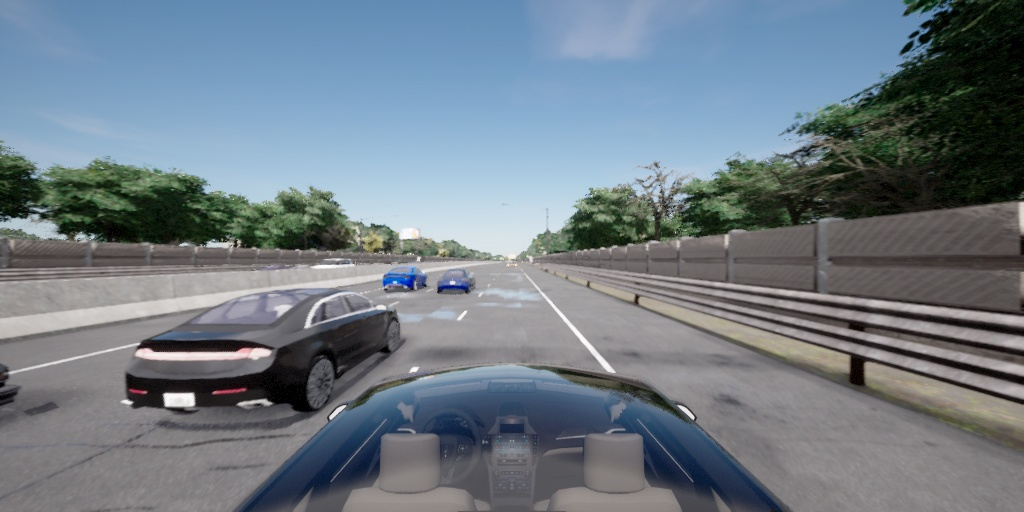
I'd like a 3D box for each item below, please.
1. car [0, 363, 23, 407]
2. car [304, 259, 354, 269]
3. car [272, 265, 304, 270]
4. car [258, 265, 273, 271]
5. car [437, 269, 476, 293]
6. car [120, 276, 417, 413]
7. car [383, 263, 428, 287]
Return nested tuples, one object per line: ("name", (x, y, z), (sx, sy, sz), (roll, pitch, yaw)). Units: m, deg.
("car", (-6.899, 1.299, 1.817), (2.033, 1.411, 5.357), (0, -1, 0))
("car", (-17.580, 1.269, 35.309), (2.150, 2.045, 5.566), (0, 0, 0))
("car", (-21.077, 1.651, 35.645), (1.895, 1.301, 4.718), (0, 0, 0))
("car", (-24.568, 1.629, 37.297), (1.994, 1.385, 4.181), (0, -1, 0))
("car", (-3.393, 1.499, 22.449), (1.994, 1.385, 4.181), (0, 0, 0))
("car", (-3.398, 1.281, 6.092), (2.128, 1.511, 4.902), (0, -1, 0))
("car", (-6.893, 1.423, 23.627), (1.882, 1.535, 5.008), (0, 0, 0))
